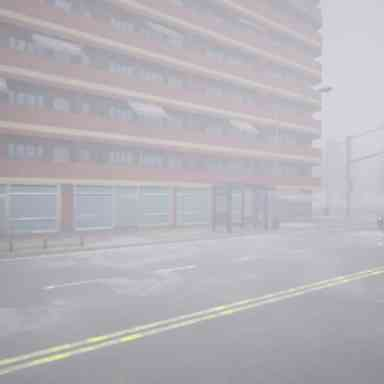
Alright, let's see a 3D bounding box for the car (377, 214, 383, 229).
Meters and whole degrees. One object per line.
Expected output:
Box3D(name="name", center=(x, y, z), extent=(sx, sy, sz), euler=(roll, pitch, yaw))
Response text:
Box3D(name="car", center=(14.653, 1.774, 22.938), extent=(4.902, 1.511, 2.128), euler=(1, -1, -35))
